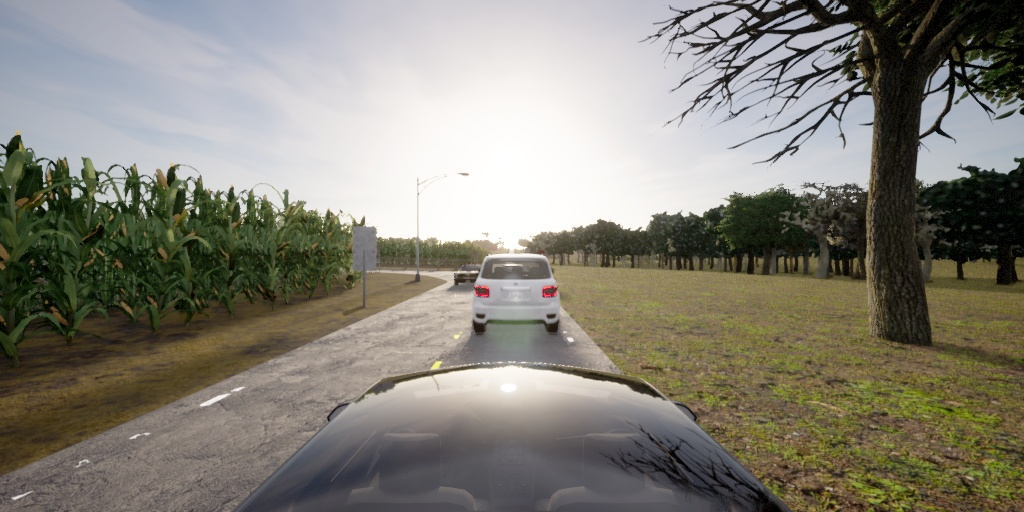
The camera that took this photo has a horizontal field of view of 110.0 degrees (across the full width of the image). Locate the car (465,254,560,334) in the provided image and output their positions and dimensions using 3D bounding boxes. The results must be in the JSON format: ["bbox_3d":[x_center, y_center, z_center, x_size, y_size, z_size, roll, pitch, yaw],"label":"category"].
[{"bbox_3d":[0.118,0.949,10.733,2.150,2.045,5.566,0,0,1],"label":"car"}]

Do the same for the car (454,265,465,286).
[{"bbox_3d":[-2.707,1.251,24.225,1.895,1.301,4.718,0,0,0],"label":"car"}]
